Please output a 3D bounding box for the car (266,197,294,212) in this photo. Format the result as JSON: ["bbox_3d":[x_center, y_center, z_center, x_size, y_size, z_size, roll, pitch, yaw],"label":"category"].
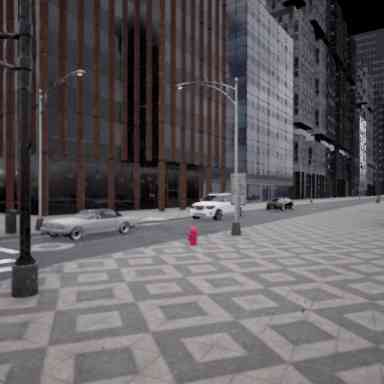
[{"bbox_3d":[10.040,1.343,37.707,1.882,1.535,5.008,0,1,35],"label":"car"}]

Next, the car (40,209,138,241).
[{"bbox_3d":[-4.979,1.532,16.603,1.895,1.301,4.718,0,0,35],"label":"car"}]

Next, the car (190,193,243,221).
[{"bbox_3d":[2.119,1.115,26.606,2.150,2.045,5.566,0,1,36],"label":"car"}]
